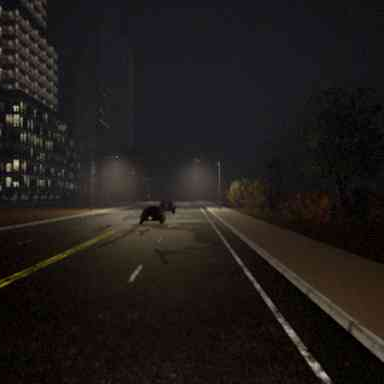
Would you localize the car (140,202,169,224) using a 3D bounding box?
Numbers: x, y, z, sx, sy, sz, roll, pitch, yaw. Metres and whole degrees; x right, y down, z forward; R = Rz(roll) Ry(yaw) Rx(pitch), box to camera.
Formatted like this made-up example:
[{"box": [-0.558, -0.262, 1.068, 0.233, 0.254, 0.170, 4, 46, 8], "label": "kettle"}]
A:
[{"box": [-3.174, 1.830, 27.533, 1.812, 1.442, 4.674, 0, -1, 0], "label": "car"}]

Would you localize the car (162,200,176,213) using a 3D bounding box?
[{"box": [-3.190, 1.830, 43.438, 2.097, 1.767, 4.553, 0, -1, 0], "label": "car"}]
